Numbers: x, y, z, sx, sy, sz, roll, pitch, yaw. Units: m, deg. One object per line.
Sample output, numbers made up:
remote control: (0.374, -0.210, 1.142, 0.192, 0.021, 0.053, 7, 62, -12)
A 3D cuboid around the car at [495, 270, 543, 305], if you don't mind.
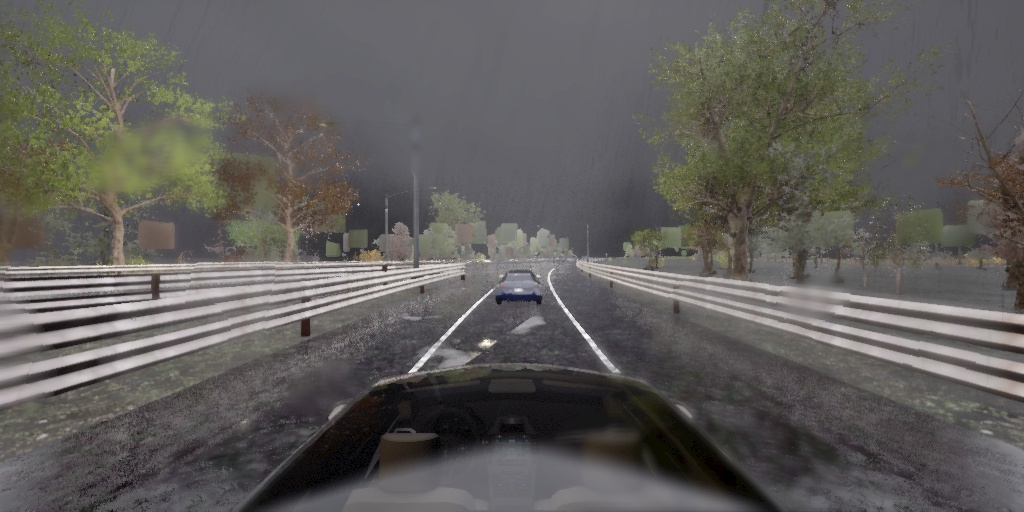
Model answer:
car: (0.353, 1.317, 16.157, 1.994, 1.385, 4.181, 0, 0, 3)
